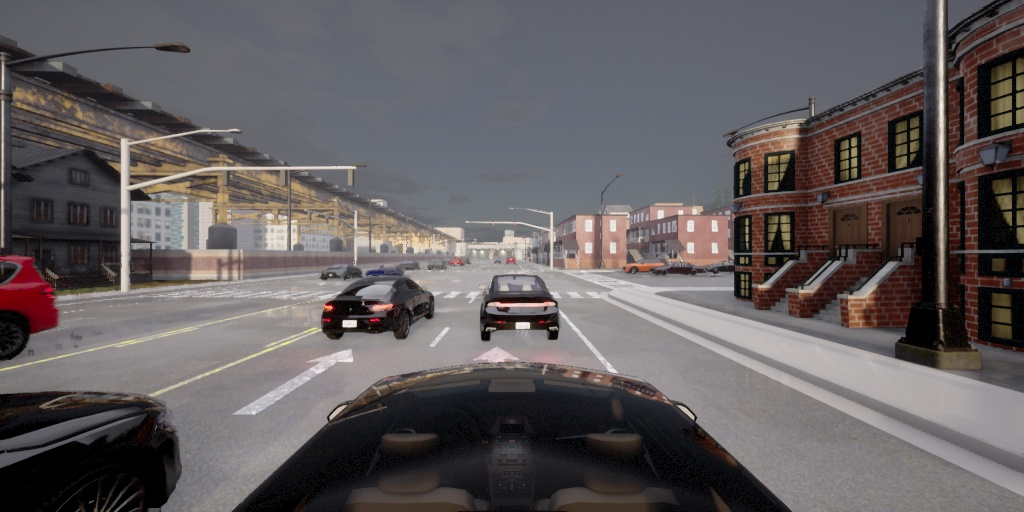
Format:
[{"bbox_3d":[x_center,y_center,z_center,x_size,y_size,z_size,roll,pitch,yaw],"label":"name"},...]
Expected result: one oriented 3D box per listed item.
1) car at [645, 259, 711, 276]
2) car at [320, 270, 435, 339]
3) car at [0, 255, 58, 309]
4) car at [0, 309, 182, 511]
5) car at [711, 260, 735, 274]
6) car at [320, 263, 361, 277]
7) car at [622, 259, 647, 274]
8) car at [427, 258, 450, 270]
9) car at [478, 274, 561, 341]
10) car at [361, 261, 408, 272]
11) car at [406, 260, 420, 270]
[{"bbox_3d":[16.899,1.297,36.715,5.357,1.411,2.033,0,0,0],"label":"car"},{"bbox_3d":[-3.450,1.276,9.935,1.812,1.442,4.674,0,0,0],"label":"car"},{"bbox_3d":[-10.609,0.971,5.155,2.150,2.045,5.566,0,0,0],"label":"car"},{"bbox_3d":[-3.395,1.242,0.668,2.128,1.511,4.902,0,0,0],"label":"car"},{"bbox_3d":[23.890,1.241,40.226,4.902,1.511,2.128,0,0,0],"label":"car"},{"bbox_3d":[-14.179,1.314,30.004,1.994,1.385,4.181,0,0,0],"label":"car"},{"bbox_3d":[14.743,1.102,40.198,4.553,1.767,2.097,0,0,0],"label":"car"},{"bbox_3d":[-10.627,1.102,50.983,2.097,1.767,4.553,0,0,-2],"label":"car"},{"bbox_3d":[0.092,1.242,9.902,2.128,1.511,4.902,0,0,-3],"label":"car"},{"bbox_3d":[-10.680,1.351,30.365,1.895,1.301,4.718,0,0,0],"label":"car"},{"bbox_3d":[-14.232,1.297,49.981,2.033,1.411,5.357,0,0,0],"label":"car"}]
